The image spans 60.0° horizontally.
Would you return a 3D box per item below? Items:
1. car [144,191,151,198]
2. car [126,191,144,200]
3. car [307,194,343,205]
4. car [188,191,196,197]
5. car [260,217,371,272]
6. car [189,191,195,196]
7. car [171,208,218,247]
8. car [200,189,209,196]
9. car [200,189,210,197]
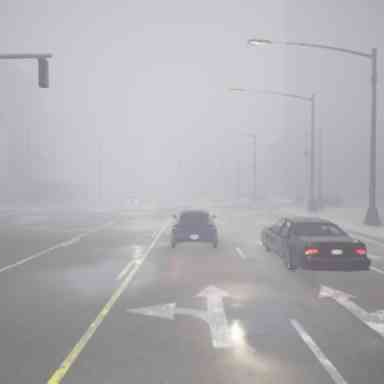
[{"bbox_3d":[-10.499,0.578,75.491,2.128,1.511,4.902,0,0,0],"label":"car"},{"bbox_3d":[-10.526,0.686,60.494,1.812,1.442,4.674,0,1,1],"label":"car"},{"bbox_3d":[16.790,0.951,42.003,4.181,1.385,1.994,0,1,1],"label":"car"},{"bbox_3d":[0.001,0.469,84.257,1.882,1.535,5.008,0,0,0],"label":"car"},{"bbox_3d":[3.591,1.513,10.718,2.033,1.411,5.357,0,1,0],"label":"car"},{"bbox_3d":[0.001,0.450,94.706,1.895,1.301,4.718,0,0,0],"label":"car"},{"bbox_3d":[0.105,1.433,14.435,1.812,1.442,4.674,0,1,0],"label":"car"},{"bbox_3d":[3.501,0.079,94.704,2.150,2.045,5.566,0,0,0],"label":"car"},{"bbox_3d":[3.501,0.531,84.258,2.033,1.411,5.357,0,0,0],"label":"car"}]
